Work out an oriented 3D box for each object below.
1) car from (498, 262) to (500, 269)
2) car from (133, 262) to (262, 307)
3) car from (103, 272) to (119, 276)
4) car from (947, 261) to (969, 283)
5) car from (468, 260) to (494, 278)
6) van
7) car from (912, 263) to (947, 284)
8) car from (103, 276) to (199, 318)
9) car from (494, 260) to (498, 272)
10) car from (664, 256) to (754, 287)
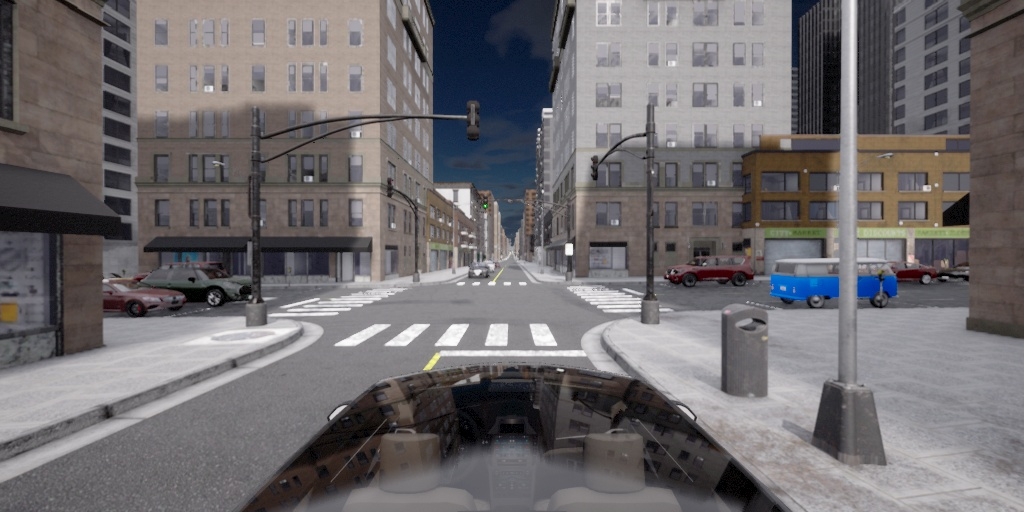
[{"bbox_3d":[-3.018,1.440,60.429,1.994,1.385,4.181,0,0,0],"label":"car"},{"bbox_3d":[-13.998,1.291,16.186,4.553,1.767,2.097,-1,0,0],"label":"car"},{"bbox_3d":[-26.003,1.582,22.048,4.829,1.417,1.751,0,0,0],"label":"car"},{"bbox_3d":[28.939,0.946,22.142,4.313,1.339,1.948,0,0,0],"label":"car"},{"bbox_3d":[-3.085,1.295,34.124,2.128,1.511,4.902,0,0,-1],"label":"car"},{"bbox_3d":[12.128,0.975,13.588,3.998,1.789,1.690,0,0,0],"label":"van"},{"bbox_3d":[23.330,0.995,22.133,4.507,1.381,1.888,0,0,0],"label":"car"},{"bbox_3d":[-14.809,1.545,13.542,4.207,1.307,1.802,0,0,0],"label":"car"},{"bbox_3d":[-3.060,1.354,44.159,1.812,1.442,4.674,0,0,0],"label":"car"},{"bbox_3d":[12.112,0.902,22.113,5.009,1.841,2.192,0,0,0],"label":"car"}]
